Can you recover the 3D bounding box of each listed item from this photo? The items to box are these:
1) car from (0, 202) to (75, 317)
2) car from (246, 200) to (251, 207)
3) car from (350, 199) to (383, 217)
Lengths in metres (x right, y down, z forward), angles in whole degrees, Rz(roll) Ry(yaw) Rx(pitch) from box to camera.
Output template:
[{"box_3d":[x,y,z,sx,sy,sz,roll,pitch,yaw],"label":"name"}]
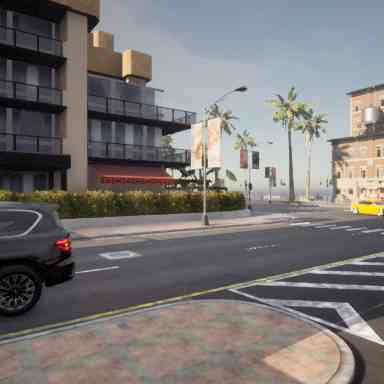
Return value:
[{"box_3d":[-5.020,1.221,5.937,5.566,2.045,2.150,0,0,-35],"label":"car"},{"box_3d":[6.589,1.492,49.187,2.128,1.511,4.902,0,0,-35],"label":"car"},{"box_3d":[17.293,1.477,31.410,1.882,1.535,5.008,1,0,-16],"label":"car"}]
